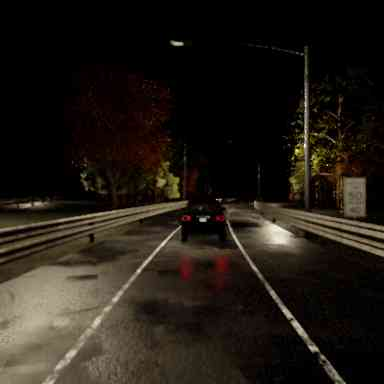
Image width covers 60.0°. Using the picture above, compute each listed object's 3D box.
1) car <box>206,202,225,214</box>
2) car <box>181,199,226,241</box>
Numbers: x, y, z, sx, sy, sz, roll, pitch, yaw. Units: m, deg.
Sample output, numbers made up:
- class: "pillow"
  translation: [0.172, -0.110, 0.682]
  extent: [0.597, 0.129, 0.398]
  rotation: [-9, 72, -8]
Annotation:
- class: "car"
  translation: [3.047, 1.971, 42.285]
  extent: [2.033, 1.411, 5.357]
  rotation: [0, -1, 8]
- class: "car"
  translation: [0.670, 1.407, 17.942]
  extent: [2.150, 2.045, 5.566]
  rotation: [0, 0, 3]
